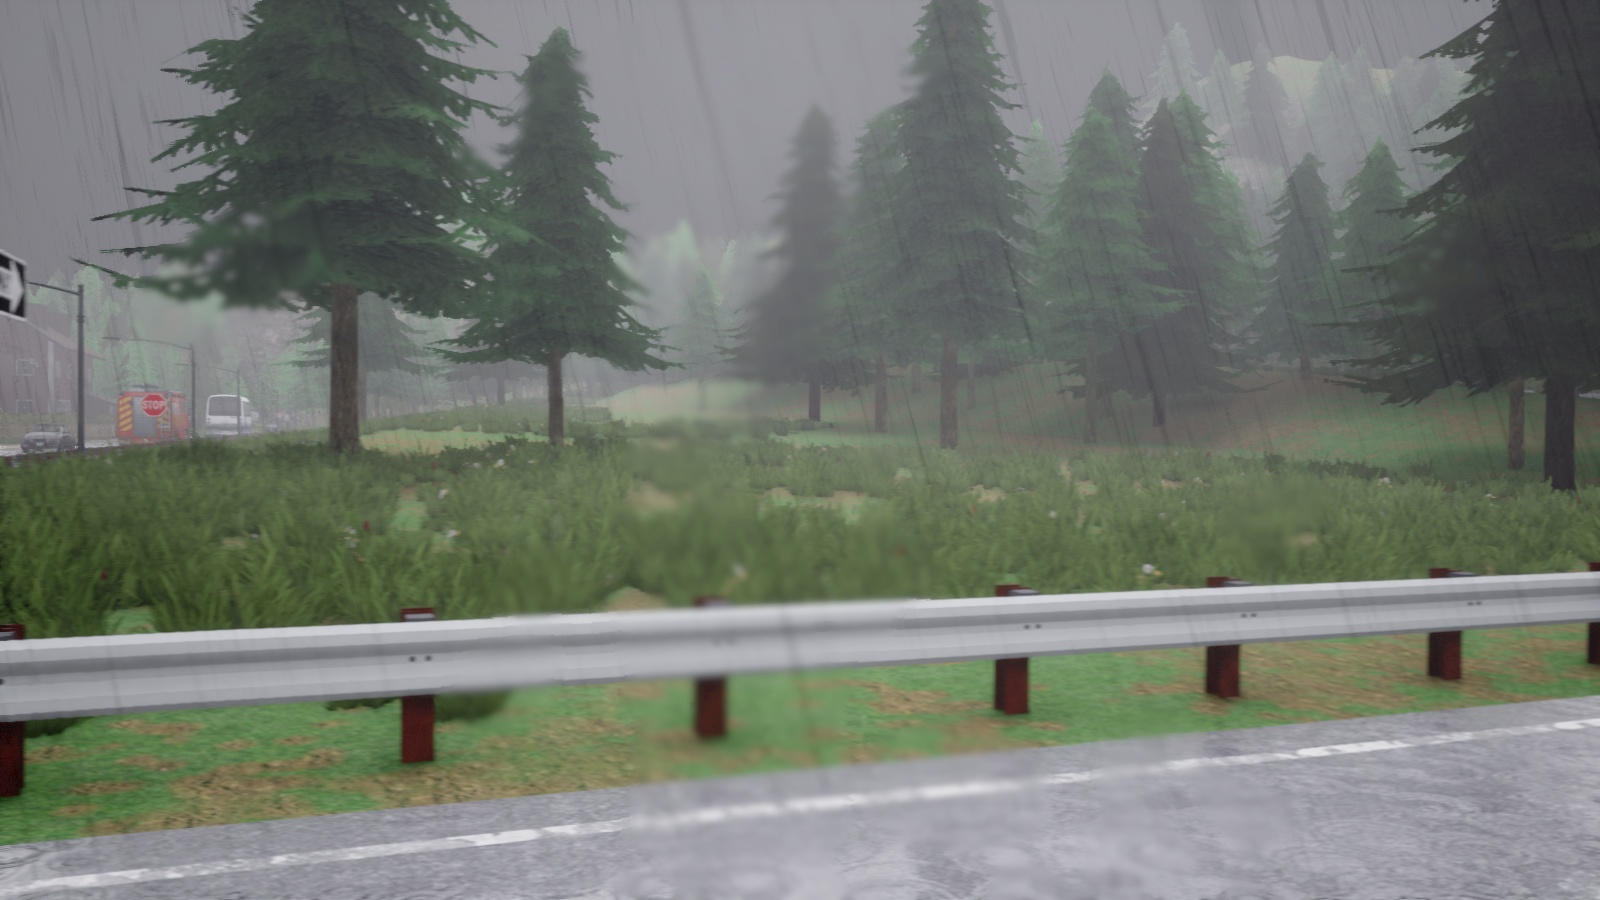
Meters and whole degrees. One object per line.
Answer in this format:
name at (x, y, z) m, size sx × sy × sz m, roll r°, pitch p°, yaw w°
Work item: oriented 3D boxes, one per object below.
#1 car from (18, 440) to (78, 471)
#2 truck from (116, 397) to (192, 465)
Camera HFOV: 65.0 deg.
car at (-38.251, 0.233, 63.985) m, size 1.816 × 1.474 × 4.193 m, roll -1°, pitch 1°, yaw -20°
truck at (-38.620, -1.132, 75.301) m, size 2.891 × 3.827 × 8.468 m, roll -1°, pitch 1°, yaw -20°
